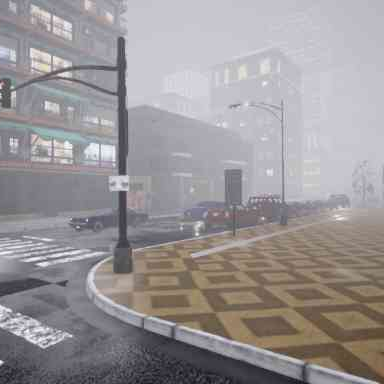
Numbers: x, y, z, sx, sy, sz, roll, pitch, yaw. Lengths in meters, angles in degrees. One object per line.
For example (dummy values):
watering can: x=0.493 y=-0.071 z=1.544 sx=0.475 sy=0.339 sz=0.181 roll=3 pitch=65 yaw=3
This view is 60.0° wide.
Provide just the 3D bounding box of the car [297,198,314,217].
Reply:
car: x=9.164 y=1.471 z=29.731 sx=1.802 sy=1.307 sz=4.206 roll=-1 pitch=0 yaw=36

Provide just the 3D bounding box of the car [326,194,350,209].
car: x=19.120 y=1.167 z=43.236 sx=2.192 sy=1.841 sz=5.009 roll=-1 pitch=0 yaw=36

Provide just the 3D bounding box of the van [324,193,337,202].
van: x=29.378 y=1.229 z=70.419 sx=1.690 sy=1.788 sz=3.998 roll=-1 pitch=0 yaw=36

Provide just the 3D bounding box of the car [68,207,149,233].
car: x=-4.873 y=1.592 z=19.834 sx=1.895 sy=1.301 sz=4.718 roll=-1 pitch=0 yaw=37

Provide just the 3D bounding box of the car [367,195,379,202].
car: x=35.721 y=1.334 z=65.741 sx=1.887 sy=1.381 sz=4.507 roll=-1 pitch=0 yaw=36

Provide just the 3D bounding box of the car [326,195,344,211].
car: x=15.803 y=1.415 z=38.733 sx=2.008 sy=1.369 sz=4.403 roll=-1 pitch=0 yaw=36

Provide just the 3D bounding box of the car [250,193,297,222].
car: x=5.841 y=1.216 z=25.231 sx=2.192 sy=1.841 sz=5.009 roll=-1 pitch=0 yaw=36

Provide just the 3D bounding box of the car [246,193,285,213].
car: x=8.485 y=1.163 z=37.924 sx=2.150 sy=2.045 sz=5.566 roll=-1 pitch=0 yaw=36

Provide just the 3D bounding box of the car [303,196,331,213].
car: x=12.483 y=1.421 z=34.232 sx=1.887 sy=1.381 sz=4.507 roll=-1 pitch=0 yaw=36

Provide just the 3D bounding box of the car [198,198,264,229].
car: x=2.523 y=1.352 z=20.729 sx=1.967 sy=1.590 sz=4.097 roll=-1 pitch=0 yaw=36

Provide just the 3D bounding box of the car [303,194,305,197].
car: x=22.639 y=1.439 z=61.279 sx=1.752 sy=1.417 sz=4.829 roll=-1 pitch=0 yaw=36

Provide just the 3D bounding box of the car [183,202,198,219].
car: x=1.221 y=1.447 z=28.088 sx=1.882 sy=1.535 sz=5.008 roll=-1 pitch=0 yaw=36
